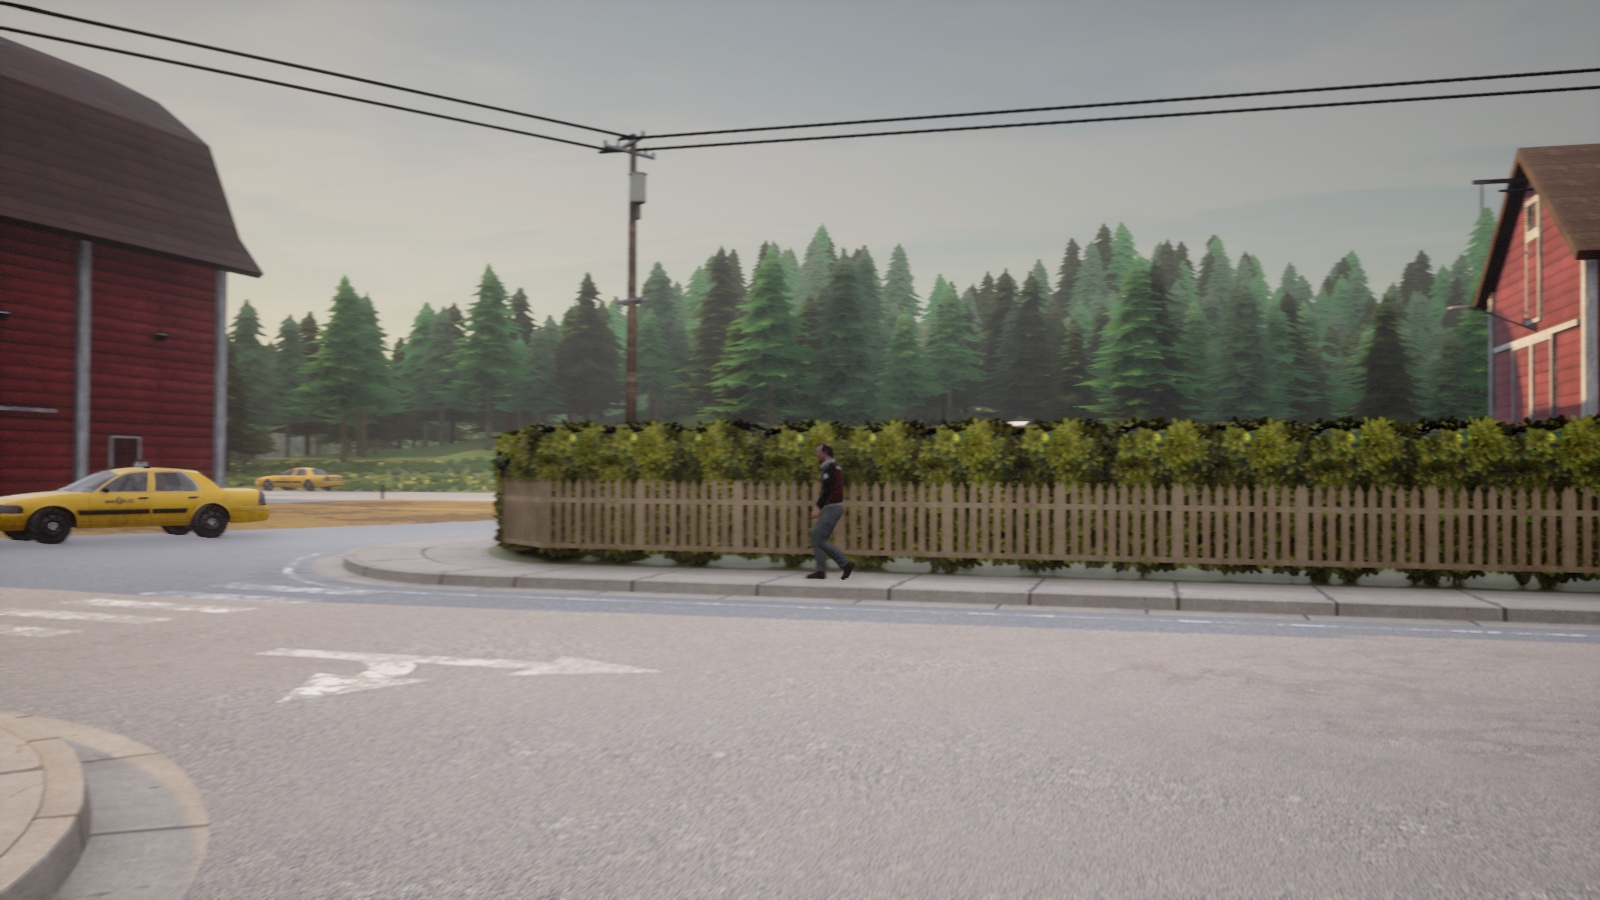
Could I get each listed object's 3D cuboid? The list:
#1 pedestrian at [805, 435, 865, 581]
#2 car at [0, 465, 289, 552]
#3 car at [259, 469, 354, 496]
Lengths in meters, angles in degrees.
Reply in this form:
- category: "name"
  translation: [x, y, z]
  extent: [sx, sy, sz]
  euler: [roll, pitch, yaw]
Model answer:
- category: "pedestrian"
  translation: [0.455, 0.742, 16.224]
  extent: [0.720, 1.854, 0.376]
  euler: [0, -1, 10]
- category: "car"
  translation: [-13.352, 1.102, 25.378]
  extent: [1.801, 1.575, 5.366]
  euler: [-1, -1, 42]
- category: "car"
  translation: [-29.979, 1.957, 76.324]
  extent: [5.366, 1.575, 1.801]
  euler: [0, -1, 16]
